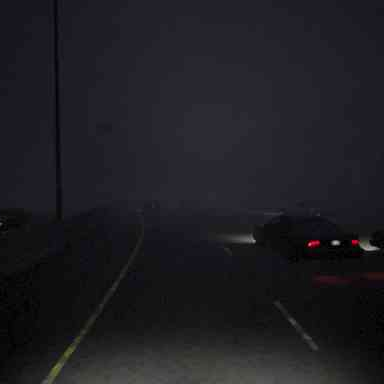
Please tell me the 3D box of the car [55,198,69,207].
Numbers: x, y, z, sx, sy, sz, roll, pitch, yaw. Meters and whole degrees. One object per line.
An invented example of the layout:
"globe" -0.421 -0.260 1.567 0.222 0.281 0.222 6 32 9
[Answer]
"car" -24.096 1.939 61.681 1.812 1.442 4.674 -1 0 -25

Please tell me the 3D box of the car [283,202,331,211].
"car" 9.071 1.453 26.954 1.895 1.301 4.718 -1 0 -10

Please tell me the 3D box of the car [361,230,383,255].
"car" 7.394 1.424 9.317 2.033 1.411 5.357 -1 0 -6

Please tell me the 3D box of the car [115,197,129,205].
"car" -13.540 1.748 64.207 1.837 1.490 4.892 0 -1 -25

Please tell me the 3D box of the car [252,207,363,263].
"car" 3.738 1.486 11.805 2.033 1.411 5.357 -1 0 -7

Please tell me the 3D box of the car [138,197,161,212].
"car" -4.942 1.656 40.012 1.994 1.385 4.181 -1 0 -16

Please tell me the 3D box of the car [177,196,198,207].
"car" -0.726 1.375 50.570 2.097 1.767 4.553 -1 0 -19

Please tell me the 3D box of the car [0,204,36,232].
"car" -12.137 1.758 21.742 2.033 1.411 5.357 -1 0 -8

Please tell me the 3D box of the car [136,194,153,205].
"car" -9.029 1.389 63.337 2.150 2.045 5.566 0 0 -25

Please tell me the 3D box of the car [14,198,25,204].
"car" -35.398 1.968 68.214 1.812 1.442 4.674 -1 0 -29

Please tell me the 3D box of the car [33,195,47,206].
"car" -29.686 1.689 65.066 2.150 2.045 5.566 -1 0 -27
